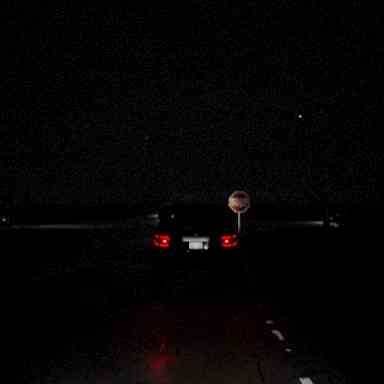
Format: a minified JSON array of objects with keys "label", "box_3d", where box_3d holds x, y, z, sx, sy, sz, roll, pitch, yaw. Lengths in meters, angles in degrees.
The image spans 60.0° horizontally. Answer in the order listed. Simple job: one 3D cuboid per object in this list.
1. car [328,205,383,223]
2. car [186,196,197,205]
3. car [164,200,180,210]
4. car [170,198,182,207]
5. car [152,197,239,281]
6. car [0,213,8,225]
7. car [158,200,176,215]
[{"label":"car","box_3d":[13.624,1.695,26.234,5.357,1.411,2.033,0,-1,-1]},{"label":"car","box_3d":[-0.085,1.823,70.555,2.097,1.767,4.553,0,0,0]},{"label":"car","box_3d":[-2.916,1.875,49.380,2.033,1.411,5.357,0,0,0]},{"label":"car","box_3d":[-2.912,1.969,63.118,2.033,1.411,5.357,0,0,0]},{"label":"car","box_3d":[0.085,1.289,10.157,2.150,2.045,5.566,0,0,0]},{"label":"car","box_3d":[-15.528,1.702,23.156,4.902,1.511,2.128,0,-1,-2]},{"label":"car","box_3d":[-2.860,1.731,38.713,1.882,1.535,5.008,0,0,-2]}]
